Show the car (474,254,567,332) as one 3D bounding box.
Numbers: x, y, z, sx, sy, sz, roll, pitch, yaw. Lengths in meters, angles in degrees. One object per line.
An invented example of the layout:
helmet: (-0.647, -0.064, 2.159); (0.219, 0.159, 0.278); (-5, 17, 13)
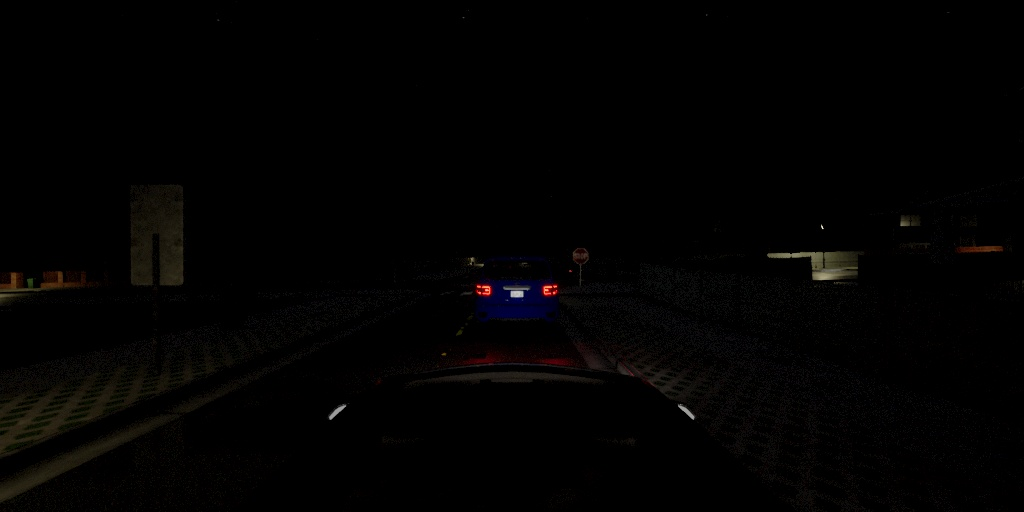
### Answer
car: (0.122, 0.966, 10.937); (2.150, 2.045, 5.566); (0, 0, 0)

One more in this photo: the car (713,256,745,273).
car: (15.833, 0.756, 26.633); (4.674, 1.442, 1.812); (-1, 0, 0)

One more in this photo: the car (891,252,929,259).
car: (29.536, 0.404, 26.691); (5.357, 1.411, 2.033); (-2, 0, 0)

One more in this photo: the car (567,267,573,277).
car: (1.692, 1.178, 26.024); (5.357, 1.411, 2.033); (-1, 0, -13)
